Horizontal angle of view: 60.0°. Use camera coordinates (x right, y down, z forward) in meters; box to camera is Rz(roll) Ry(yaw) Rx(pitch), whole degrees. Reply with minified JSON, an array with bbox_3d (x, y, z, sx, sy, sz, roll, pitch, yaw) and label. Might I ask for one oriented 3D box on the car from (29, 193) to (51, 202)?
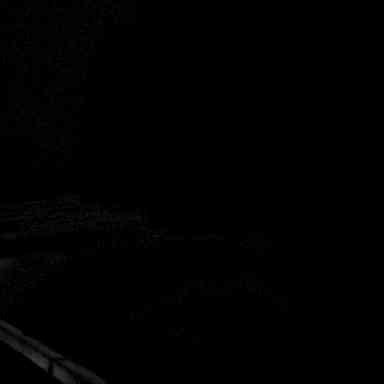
[{"bbox_3d":[-28.432,0.946,62.226,1.895,1.301,4.718,-5,3,6],"label":"car"}]
